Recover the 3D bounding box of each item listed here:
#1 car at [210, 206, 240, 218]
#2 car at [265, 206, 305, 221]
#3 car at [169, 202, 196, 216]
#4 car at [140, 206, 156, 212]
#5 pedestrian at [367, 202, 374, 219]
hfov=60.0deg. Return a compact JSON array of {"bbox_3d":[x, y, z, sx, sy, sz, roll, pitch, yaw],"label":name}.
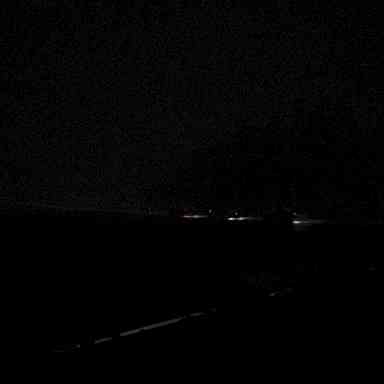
[{"bbox_3d":[4.253,2.581,43.755,1.837,1.490,4.892,1,-2,-33],"label":"car"},{"bbox_3d":[9.774,2.259,35.319,1.812,1.442,4.674,1,-2,-33],"label":"car"},{"bbox_3d":[-1.606,2.644,52.736,2.150,2.045,5.566,1,-2,-33],"label":"car"},{"bbox_3d":[-9.506,3.644,71.363,1.895,1.301,4.718,1,-2,-33],"label":"car"},{"bbox_3d":[18.892,1.917,35.268,0.375,1.860,0.375,-2,1,-33],"label":"pedestrian"}]
